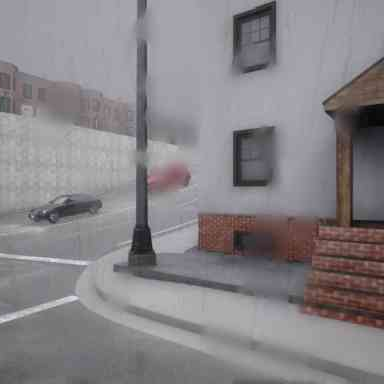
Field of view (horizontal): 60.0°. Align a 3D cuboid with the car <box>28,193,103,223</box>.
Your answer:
[{"bbox_3d":[-7.782,0.873,20.830,1.812,1.442,4.674,0,7,35],"label":"car"}]

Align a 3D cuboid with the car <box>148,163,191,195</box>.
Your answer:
[{"bbox_3d":[-2.305,-1.187,28.661,2.150,2.045,5.566,0,13,34],"label":"car"}]
